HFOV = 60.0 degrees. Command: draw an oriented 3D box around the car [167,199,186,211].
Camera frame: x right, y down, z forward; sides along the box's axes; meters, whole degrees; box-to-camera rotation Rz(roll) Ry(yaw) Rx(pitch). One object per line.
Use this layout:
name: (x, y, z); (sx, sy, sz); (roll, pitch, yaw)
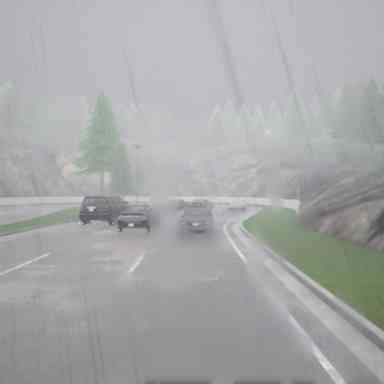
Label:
car: (-1.694, 1.594, 40.685); (2.033, 1.411, 5.357); (0, 0, 15)

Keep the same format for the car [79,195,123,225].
car: (-6.070, 1.251, 24.076); (2.150, 2.045, 5.566); (0, 0, 9)

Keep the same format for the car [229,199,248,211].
car: (5.737, 1.573, 41.258); (1.812, 1.442, 4.674); (0, 0, 15)

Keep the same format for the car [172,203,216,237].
car: (0.295, 1.568, 18.044); (2.033, 1.411, 5.357); (0, 0, 3)

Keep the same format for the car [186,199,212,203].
car: (1.130, 1.548, 37.691); (1.837, 1.490, 4.892); (0, 0, 16)

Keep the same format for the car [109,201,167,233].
car: (-3.048, 1.514, 19.954); (2.128, 1.511, 4.902); (0, 0, 4)
